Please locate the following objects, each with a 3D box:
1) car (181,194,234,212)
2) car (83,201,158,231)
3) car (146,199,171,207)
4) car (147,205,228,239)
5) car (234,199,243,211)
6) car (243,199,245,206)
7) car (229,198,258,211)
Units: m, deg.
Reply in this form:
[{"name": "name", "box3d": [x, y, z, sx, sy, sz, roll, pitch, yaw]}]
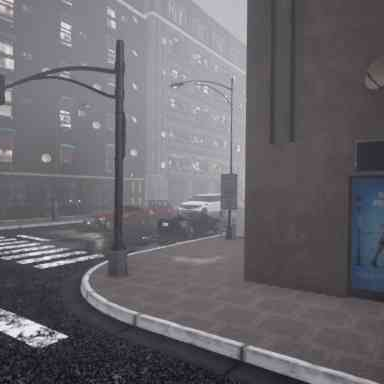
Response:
[{"name": "car", "box3d": [1.144, 1.171, 28.905, 2.150, 2.045, 5.566, 1, 1, 35]}, {"name": "car", "box3d": [-4.530, 1.487, 20.820, 1.812, 1.442, 4.674, 1, 1, 35]}, {"name": "car", "box3d": [-3.322, 1.362, 26.830, 1.967, 1.590, 4.097, 1, 1, 35]}, {"name": "car", "box3d": [-0.081, 1.599, 17.733, 1.947, 1.339, 4.313, 1, 1, 35]}, {"name": "car", "box3d": [3.096, 1.223, 35.979, 2.192, 1.841, 5.009, 1, 1, 35]}, {"name": "car", "box3d": [7.017, 1.289, 37.261, 2.097, 1.767, 4.553, 1, 1, 35]}, {"name": "car", "box3d": [6.302, 1.483, 40.556, 1.802, 1.307, 4.206, 1, 1, 35]}]
